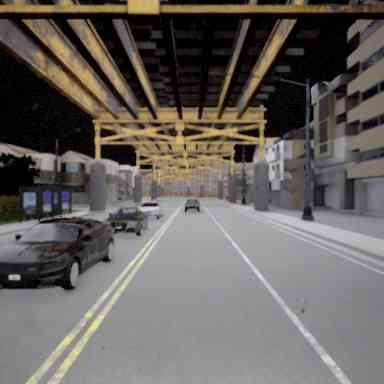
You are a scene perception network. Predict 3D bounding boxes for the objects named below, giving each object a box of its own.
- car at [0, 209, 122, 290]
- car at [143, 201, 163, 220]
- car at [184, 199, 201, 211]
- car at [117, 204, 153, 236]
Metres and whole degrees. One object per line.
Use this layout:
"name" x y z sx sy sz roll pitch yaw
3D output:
"car" -3.578 1.475 9.306 1.882 1.535 5.008 0 0 1
"car" -3.548 1.518 28.657 1.812 1.442 4.674 0 0 1
"car" 0.061 1.537 40.437 2.033 1.411 5.357 0 0 1
"car" -3.583 1.559 18.391 1.994 1.385 4.181 0 0 1
